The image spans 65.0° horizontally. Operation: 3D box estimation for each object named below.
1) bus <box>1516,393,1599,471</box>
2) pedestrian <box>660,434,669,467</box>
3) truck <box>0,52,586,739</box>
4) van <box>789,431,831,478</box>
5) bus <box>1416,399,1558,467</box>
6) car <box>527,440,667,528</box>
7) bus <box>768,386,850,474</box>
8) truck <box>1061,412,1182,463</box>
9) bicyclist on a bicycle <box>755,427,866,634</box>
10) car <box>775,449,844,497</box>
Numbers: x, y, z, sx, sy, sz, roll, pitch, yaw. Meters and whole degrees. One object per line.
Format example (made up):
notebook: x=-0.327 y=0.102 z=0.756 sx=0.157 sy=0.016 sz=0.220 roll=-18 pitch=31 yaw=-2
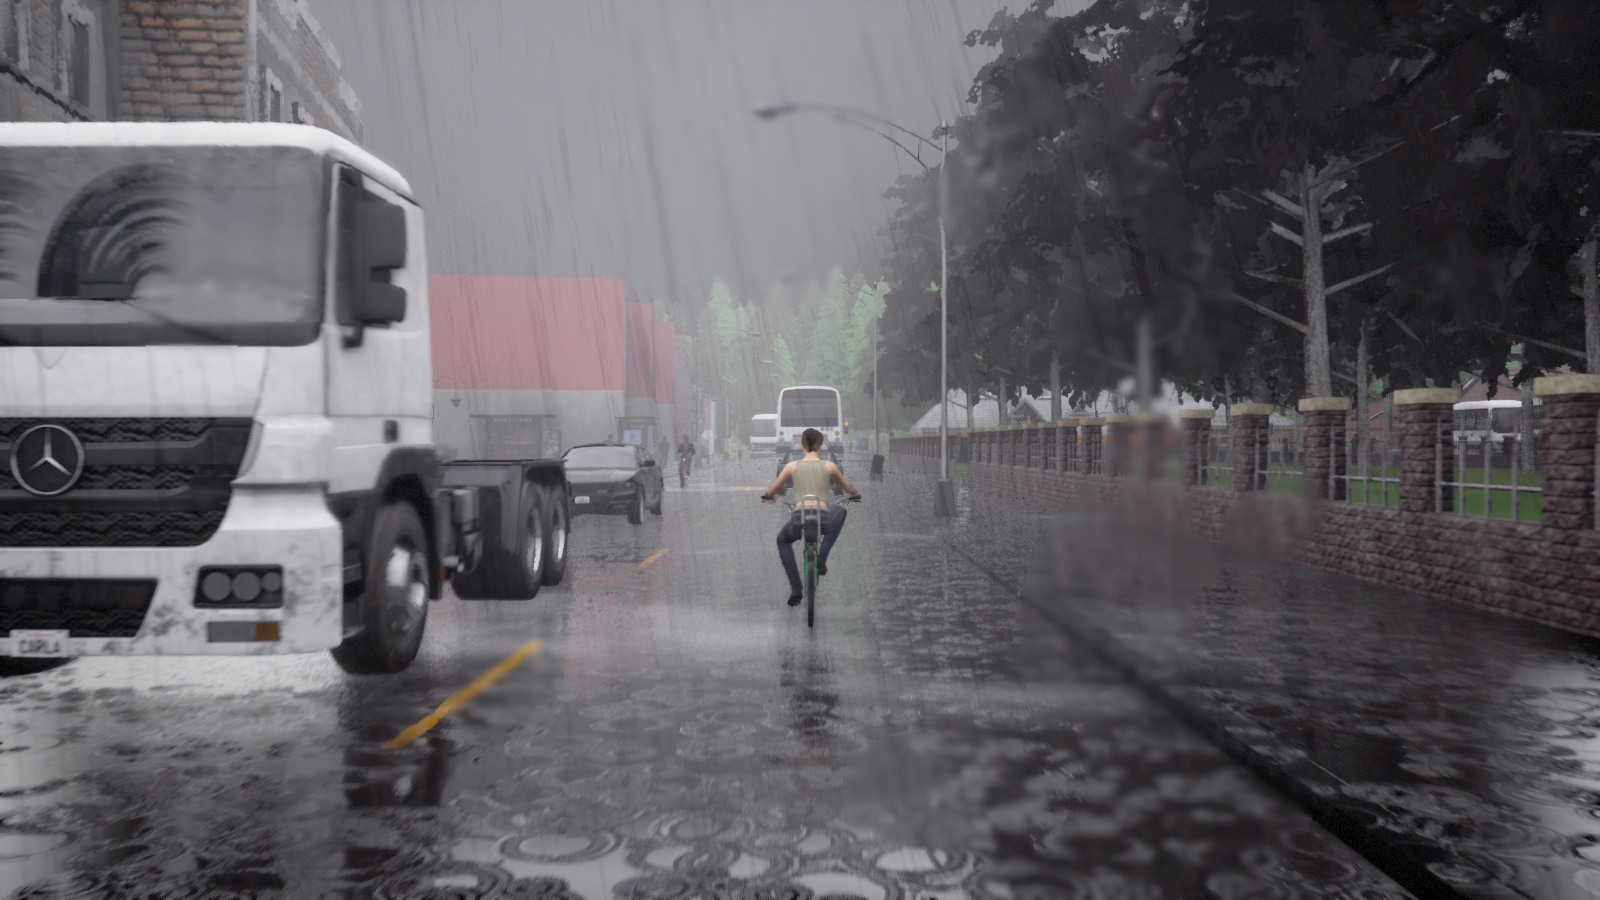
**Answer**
bus: x=45.640 y=-0.994 z=71.127 sx=3.944 sy=4.253 sz=10.273 roll=0 pitch=0 yaw=-3
pedestrian: x=-8.028 y=0.031 z=74.233 sx=0.402 sy=1.930 sz=0.666 roll=0 pitch=0 yaw=4
truck: x=-3.905 y=-0.297 z=10.306 sx=2.891 sy=3.462 sz=7.936 roll=0 pitch=0 yaw=0
van: x=0.442 y=0.185 z=55.875 sx=1.775 sy=1.987 sz=4.442 roll=0 pitch=0 yaw=0
bus: x=45.520 y=-1.065 z=83.753 sx=3.944 sy=4.253 sz=10.273 roll=0 pitch=0 yaw=0
car: x=-3.806 y=0.583 z=24.417 sx=1.882 sy=1.535 sz=5.008 roll=0 pitch=0 yaw=0
bus: x=0.530 y=-0.999 z=65.612 sx=3.944 sy=4.253 sz=10.273 roll=0 pitch=0 yaw=1
truck: x=24.443 y=-0.938 z=95.786 sx=8.468 sy=3.827 sz=2.891 roll=0 pitch=0 yaw=-1
bicyclist on a bicycle: x=0.091 y=0.624 z=10.539 sx=0.866 sy=1.612 sz=1.509 roll=0 pitch=0 yaw=1
car: x=0.283 y=0.639 z=36.805 sx=1.895 sy=1.301 sz=4.718 roll=0 pitch=0 yaw=0
